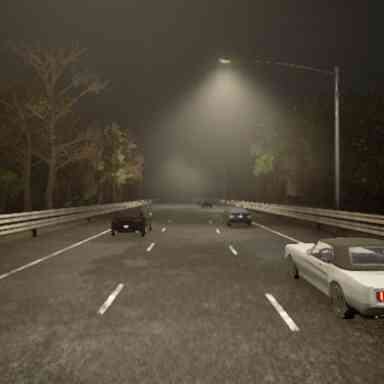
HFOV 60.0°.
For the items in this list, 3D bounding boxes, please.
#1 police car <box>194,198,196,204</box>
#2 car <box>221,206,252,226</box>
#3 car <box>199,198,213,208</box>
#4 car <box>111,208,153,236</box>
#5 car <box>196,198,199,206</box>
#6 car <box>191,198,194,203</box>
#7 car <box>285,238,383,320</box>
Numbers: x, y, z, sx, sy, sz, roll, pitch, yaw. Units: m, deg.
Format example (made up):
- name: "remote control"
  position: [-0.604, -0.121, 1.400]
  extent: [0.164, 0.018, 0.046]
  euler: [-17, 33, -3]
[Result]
- name: "police car"
  position: [2.093, 2.308, 82.731]
  extent: [1.930, 1.638, 5.238]
  euler: [0, -1, -2]
- name: "car"
  position: [3.437, 1.837, 26.188]
  extent: [2.033, 1.411, 5.357]
  euler: [0, -1, -1]
- name: "car"
  position: [2.730, 2.133, 60.555]
  extent: [1.882, 1.535, 5.008]
  euler: [0, -1, -1]
- name: "car"
  position: [-3.503, 1.701, 20.047]
  extent: [1.882, 1.535, 5.008]
  euler: [0, -1, 0]
- name: "car"
  position: [2.437, 2.332, 71.587]
  extent: [1.994, 1.385, 4.181]
  euler: [0, -1, -2]
- name: "car"
  position: [1.710, 2.485, 93.650]
  extent: [2.128, 1.511, 4.902]
  euler: [0, -1, -2]
- name: "car"
  position: [3.578, 1.685, 7.456]
  extent: [1.895, 1.301, 4.718]
  euler: [0, -1, 0]
